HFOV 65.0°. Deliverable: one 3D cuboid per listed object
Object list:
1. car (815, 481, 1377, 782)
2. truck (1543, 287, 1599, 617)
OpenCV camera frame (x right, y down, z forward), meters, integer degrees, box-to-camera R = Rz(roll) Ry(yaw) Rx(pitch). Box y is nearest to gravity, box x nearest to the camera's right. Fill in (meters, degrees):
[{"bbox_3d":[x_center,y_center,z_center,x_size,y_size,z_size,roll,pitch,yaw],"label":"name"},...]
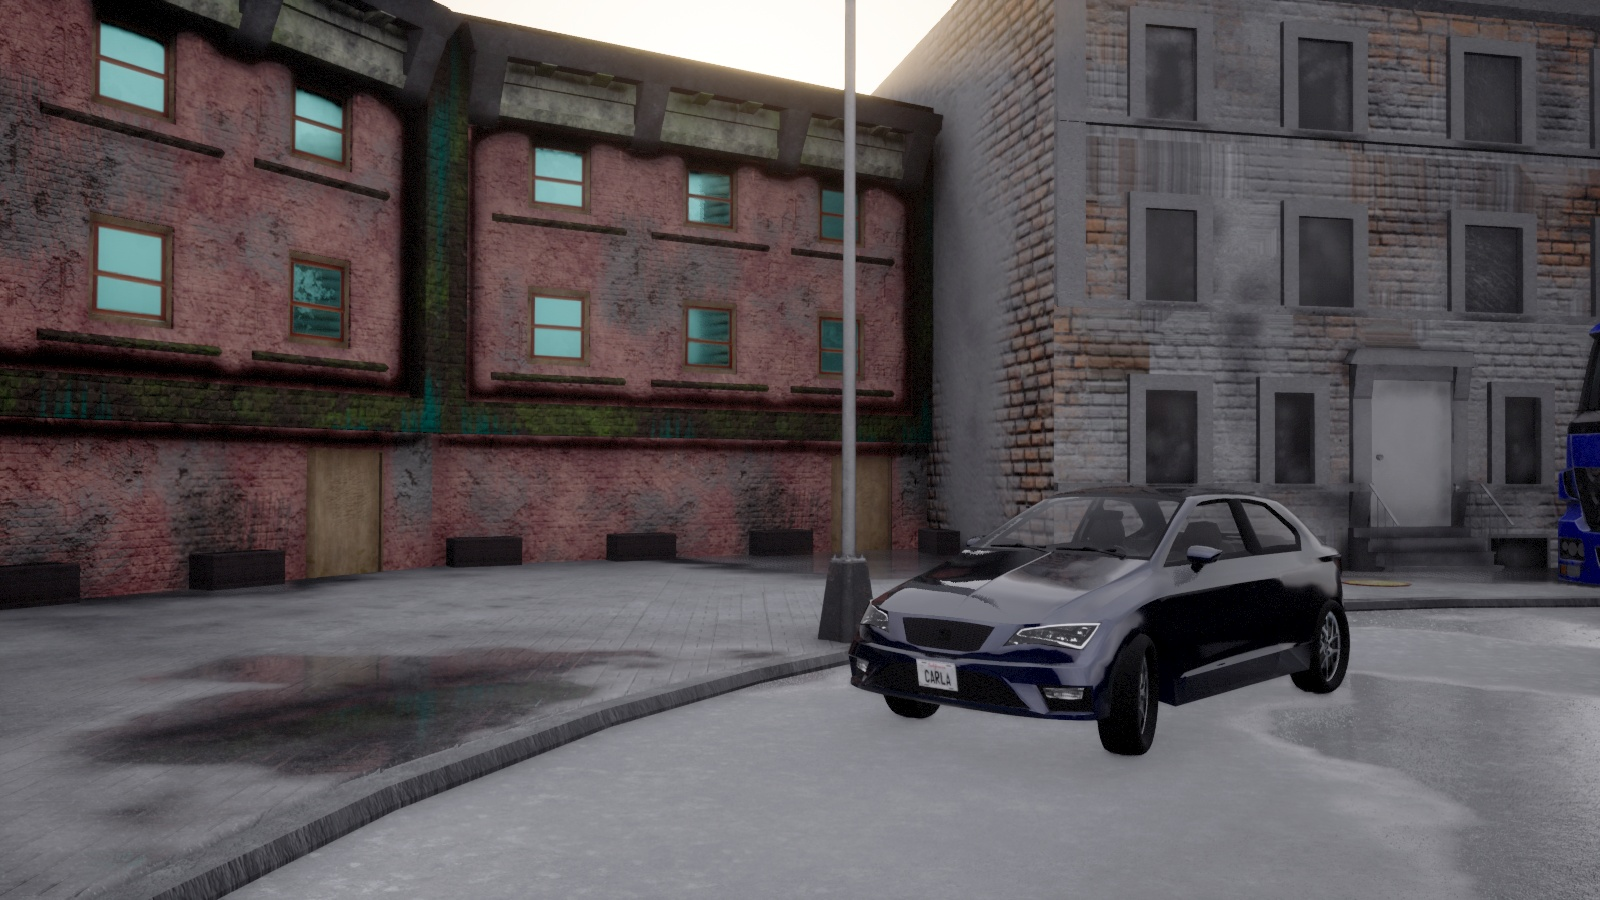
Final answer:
[{"bbox_3d":[2.194,0.963,8.457,1.816,1.474,4.193,-1,-1,43],"label":"car"},{"bbox_3d":[12.379,-0.002,12.812,7.936,3.462,2.891,0,-1,-3],"label":"truck"}]
